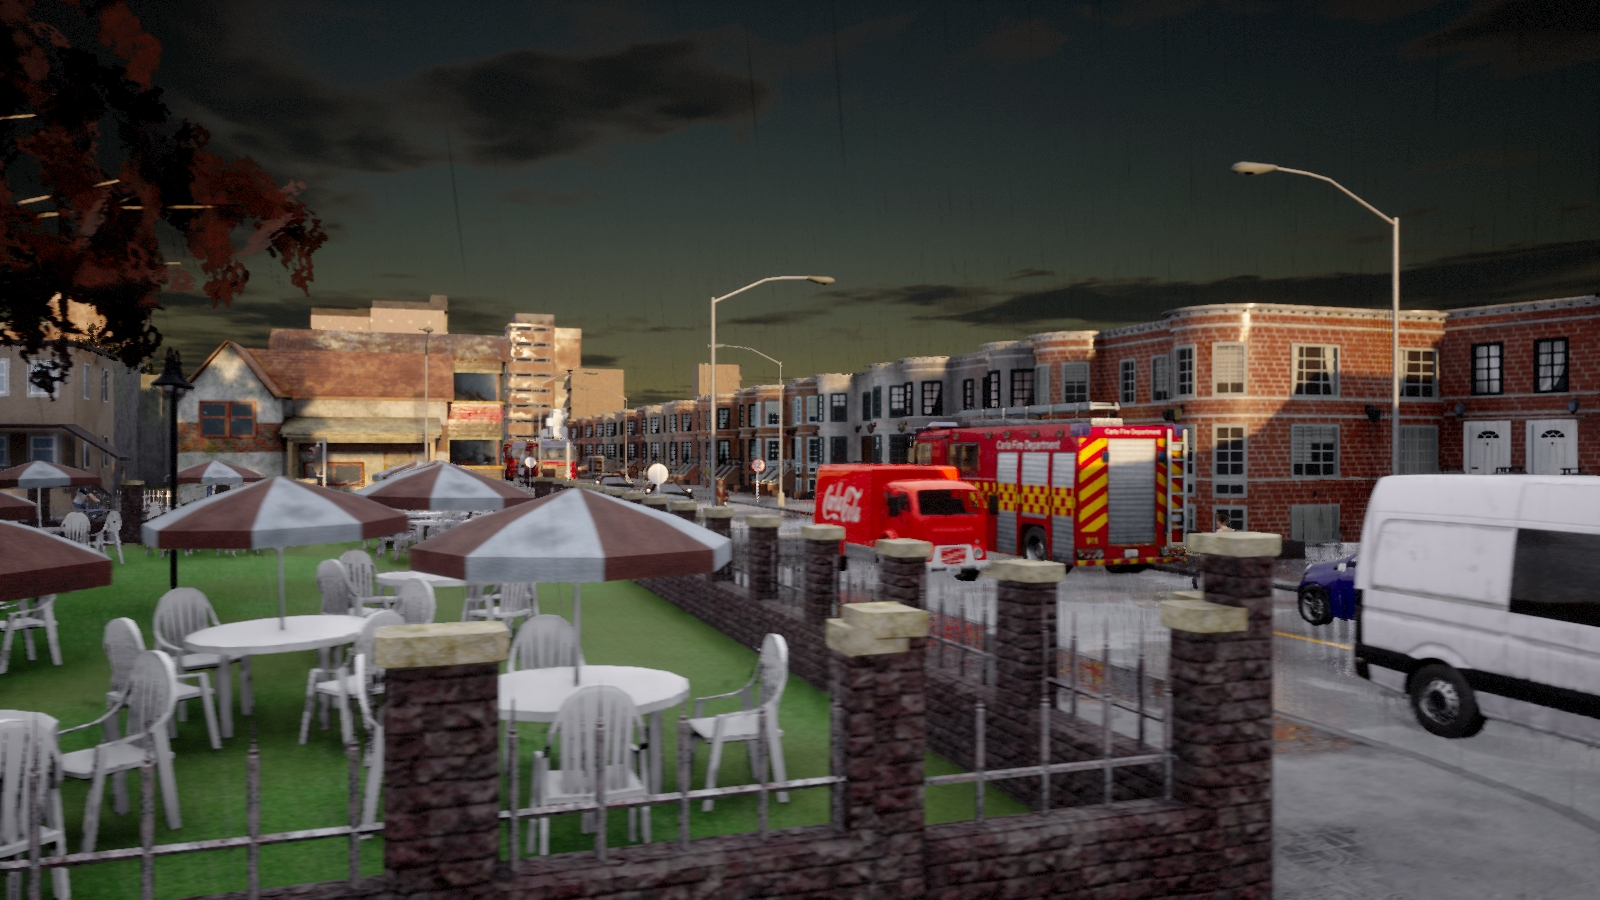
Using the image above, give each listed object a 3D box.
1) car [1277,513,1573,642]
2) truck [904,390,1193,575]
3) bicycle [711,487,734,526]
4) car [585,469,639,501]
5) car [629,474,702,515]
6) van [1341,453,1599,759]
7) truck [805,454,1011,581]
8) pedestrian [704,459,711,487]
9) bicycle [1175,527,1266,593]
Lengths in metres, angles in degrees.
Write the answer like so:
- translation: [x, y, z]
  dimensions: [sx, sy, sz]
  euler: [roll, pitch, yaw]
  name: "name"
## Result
- translation: [9.280, 1.820, 17.296]
  dimensions: [1.845, 1.501, 3.633]
  euler: [0, 0, -19]
  name: "car"
- translation: [5.659, 0.675, 28.047]
  dimensions: [2.891, 3.827, 8.468]
  euler: [0, 0, -20]
  name: "truck"
- translation: [-2.683, 1.947, 39.633]
  dimensions: [0.329, 1.271, 1.835]
  euler: [0, 0, -19]
  name: "bicycle"
- translation: [-9.998, 1.830, 60.503]
  dimensions: [2.038, 1.542, 4.974]
  euler: [0, 0, -19]
  name: "car"
- translation: [-5.750, 1.827, 48.373]
  dimensions: [2.038, 1.542, 4.974]
  euler: [0, 0, -19]
  name: "car"
- translation: [7.702, 1.316, 9.818]
  dimensions: [1.988, 2.561, 5.915]
  euler: [0, 0, -18]
  name: "van"
- translation: [2.237, 1.347, 25.556]
  dimensions: [2.627, 2.467, 5.204]
  euler: [0, 0, -19]
  name: "truck"
- translation: [-6.119, 1.540, 75.718]
  dimensions: [0.375, 1.860, 0.375]
  euler: [0, 0, -28]
  name: "pedestrian"
- translation: [7.880, 2.039, 21.461]
  dimensions: [0.859, 1.080, 1.487]
  euler: [0, 0, -18]
  name: "bicycle"
